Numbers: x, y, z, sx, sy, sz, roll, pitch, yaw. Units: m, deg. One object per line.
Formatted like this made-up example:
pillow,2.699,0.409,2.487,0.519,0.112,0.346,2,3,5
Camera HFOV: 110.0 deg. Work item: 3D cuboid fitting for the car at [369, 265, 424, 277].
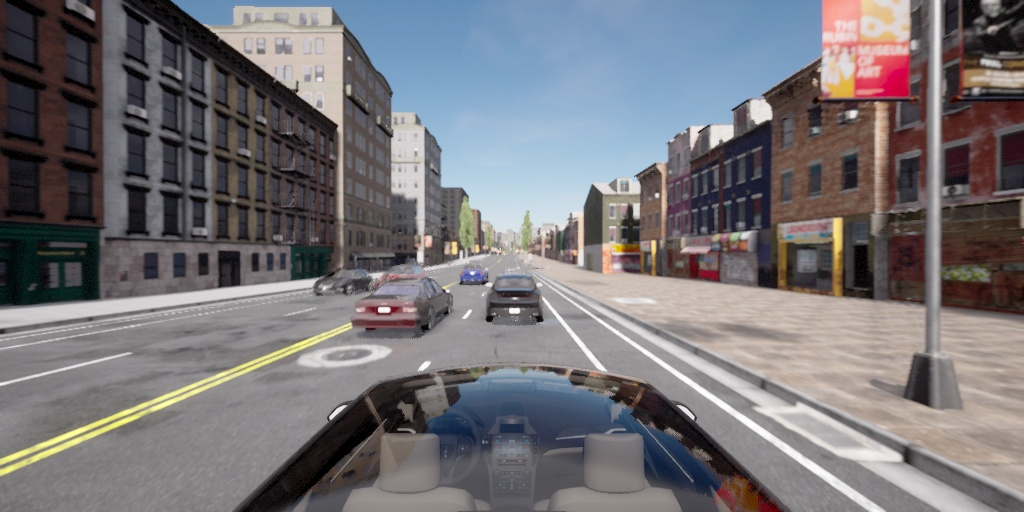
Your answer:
car,-6.610,1.350,21.872,2.097,1.767,4.553,0,-1,0

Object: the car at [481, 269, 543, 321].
car,0.084,1.396,13.113,1.837,1.490,4.892,0,0,0

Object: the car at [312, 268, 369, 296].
car,-9.860,1.496,21.312,1.837,1.490,4.892,0,-1,0

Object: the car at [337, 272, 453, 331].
car,-3.170,1.415,11.411,2.033,1.411,5.357,0,-1,0

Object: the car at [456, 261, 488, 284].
car,-3.172,1.445,30.847,2.097,1.767,4.553,0,-1,0

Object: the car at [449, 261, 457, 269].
car,-9.781,1.526,62.559,1.895,1.301,4.718,0,0,0
